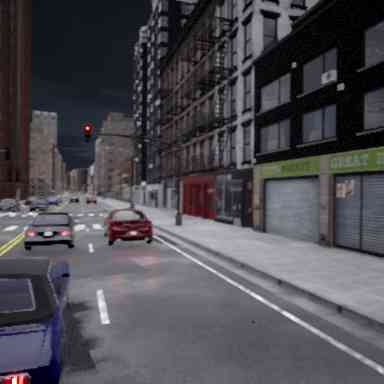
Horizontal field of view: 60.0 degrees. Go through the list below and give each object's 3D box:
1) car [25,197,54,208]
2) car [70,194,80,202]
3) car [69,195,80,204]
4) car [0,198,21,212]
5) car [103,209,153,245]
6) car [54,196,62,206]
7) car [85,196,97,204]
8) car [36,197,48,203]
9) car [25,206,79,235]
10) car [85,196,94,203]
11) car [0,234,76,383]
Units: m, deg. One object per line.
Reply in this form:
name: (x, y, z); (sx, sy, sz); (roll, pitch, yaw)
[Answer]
car: (-18.123, 1.607, 39.744); (2.033, 1.411, 5.357); (1, 0, -19)
car: (-27.659, 1.381, 78.721); (2.097, 1.767, 4.553); (1, 0, -19)
car: (-24.358, 1.637, 68.869); (1.882, 1.535, 5.008); (1, 0, -19)
car: (-21.068, 1.535, 38.315); (1.837, 1.490, 4.892); (1, 0, -18)
car: (-3.152, 1.528, 15.955); (1.882, 1.535, 5.008); (1, 0, -18)
car: (-23.705, 1.586, 56.600); (1.882, 1.535, 5.008); (1, -1, -18)
car: (-20.089, 1.691, 66.675); (1.837, 1.490, 4.892); (1, -1, -19)
car: (-31.909, 1.702, 70.941); (1.895, 1.301, 4.718); (1, 0, -19)
car: (-6.007, 1.569, 14.453); (2.033, 1.411, 5.357); (1, 0, -19)
car: (-24.588, 1.762, 79.774); (2.033, 1.411, 5.357); (1, 0, -19)
car: (-2.728, 1.602, 4.669); (1.895, 1.301, 4.718); (1, 0, -18)
